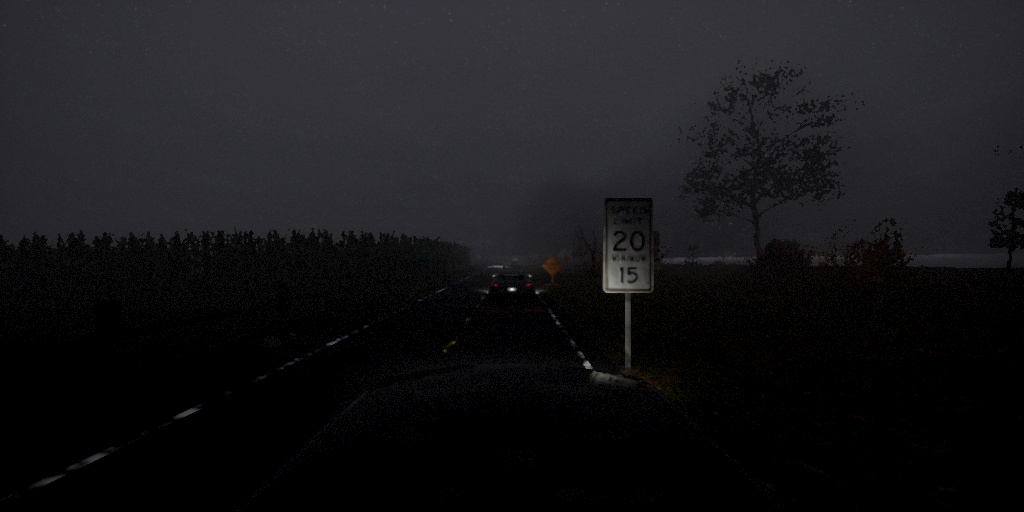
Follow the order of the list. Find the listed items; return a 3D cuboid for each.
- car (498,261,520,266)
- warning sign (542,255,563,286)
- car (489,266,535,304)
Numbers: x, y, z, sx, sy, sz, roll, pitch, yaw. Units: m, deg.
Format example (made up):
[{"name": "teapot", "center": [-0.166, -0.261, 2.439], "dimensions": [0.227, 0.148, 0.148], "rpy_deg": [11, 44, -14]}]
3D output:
[{"name": "car", "center": [0.000, 1.381, 31.531], "dimensions": [1.895, 1.301, 4.718], "rpy_deg": [0, 0, 0]}, {"name": "warning sign", "center": [2.450, 0.869, 21.755], "dimensions": [1.300, 1.860, 1.060], "rpy_deg": [0, 0, 0]}, {"name": "car", "center": [0.000, 1.324, 16.501], "dimensions": [1.994, 1.385, 4.181], "rpy_deg": [0, 0, 0]}]
